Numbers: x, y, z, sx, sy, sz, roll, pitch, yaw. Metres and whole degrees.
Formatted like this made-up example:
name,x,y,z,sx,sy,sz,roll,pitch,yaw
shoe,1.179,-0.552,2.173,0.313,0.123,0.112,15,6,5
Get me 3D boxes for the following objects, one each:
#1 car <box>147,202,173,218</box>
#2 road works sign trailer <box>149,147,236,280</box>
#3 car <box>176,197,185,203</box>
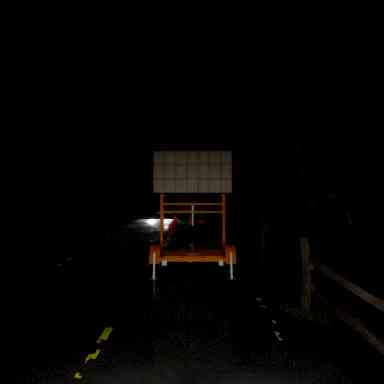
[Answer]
name,x,y,z,sx,sy,sz,roll,pitch,yaw
car,-2.783,1.574,29.693,1.994,1.385,4.181,0,0,0
road works sign trailer,0.022,0.464,9.917,2.380,3.560,2.880,0,0,0
car,-2.579,1.761,75.736,2.033,1.411,5.357,0,0,0
